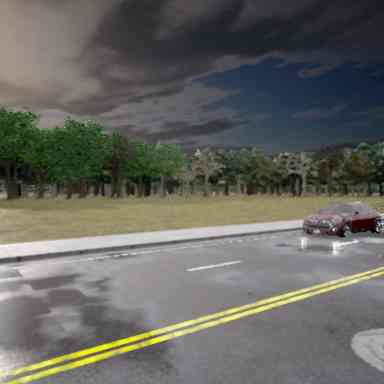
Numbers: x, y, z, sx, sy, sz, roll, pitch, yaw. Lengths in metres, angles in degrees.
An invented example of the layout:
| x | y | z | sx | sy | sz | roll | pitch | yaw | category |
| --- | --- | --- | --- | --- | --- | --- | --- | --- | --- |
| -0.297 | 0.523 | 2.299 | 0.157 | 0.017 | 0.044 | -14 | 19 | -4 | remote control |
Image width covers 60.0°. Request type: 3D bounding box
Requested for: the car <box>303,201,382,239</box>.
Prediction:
| x | y | z | sx | sy | sz | roll | pitch | yaw | category |
| --- | --- | --- | --- | --- | --- | --- | --- | --- | --- |
| 7.816 | 1.308 | 17.238 | 4.553 | 1.767 | 2.097 | 0 | 0 | -35 | car |
